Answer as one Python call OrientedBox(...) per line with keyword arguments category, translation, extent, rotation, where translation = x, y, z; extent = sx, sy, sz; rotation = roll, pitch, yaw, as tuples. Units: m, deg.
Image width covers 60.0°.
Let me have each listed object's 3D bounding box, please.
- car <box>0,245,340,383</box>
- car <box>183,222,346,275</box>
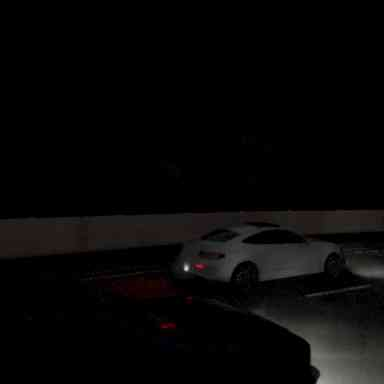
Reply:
OrientedBox(category="car", translation=(-1.343, 1.522, 2.676), extent=(5.357, 1.411, 2.033), rotation=(1, 0, -33))
OrientedBox(category="car", translation=(1.922, 1.536, 8.718), extent=(4.674, 1.442, 1.812), rotation=(1, 0, -28))
